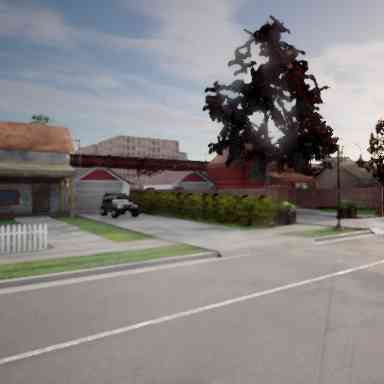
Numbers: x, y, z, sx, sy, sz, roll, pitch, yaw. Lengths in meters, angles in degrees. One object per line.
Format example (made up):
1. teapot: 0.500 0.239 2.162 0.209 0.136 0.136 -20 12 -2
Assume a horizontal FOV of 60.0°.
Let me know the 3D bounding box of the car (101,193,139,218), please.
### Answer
1. car: -5.631 1.001 25.597 1.905 1.878 3.866 0 0 -35
